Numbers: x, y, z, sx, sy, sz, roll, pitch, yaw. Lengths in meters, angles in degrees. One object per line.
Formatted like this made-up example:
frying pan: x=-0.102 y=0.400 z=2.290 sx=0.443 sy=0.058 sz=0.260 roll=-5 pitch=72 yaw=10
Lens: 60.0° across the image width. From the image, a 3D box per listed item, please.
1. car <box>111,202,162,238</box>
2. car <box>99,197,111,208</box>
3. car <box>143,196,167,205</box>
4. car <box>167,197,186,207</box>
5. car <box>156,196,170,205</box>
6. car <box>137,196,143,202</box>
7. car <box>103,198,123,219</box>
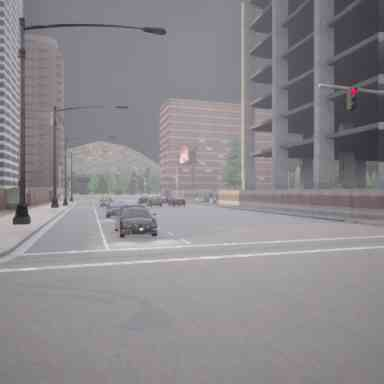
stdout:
car: x=-3.116 y=1.504 z=17.972 sx=1.837 sy=1.490 sz=4.892 roll=0 pitch=0 yaw=-17
car: x=-12.364 y=1.491 z=48.186 sx=2.128 sy=1.511 sz=4.902 roll=0 pitch=0 yaw=-17
car: x=-5.737 y=1.490 z=50.784 sx=2.128 sy=1.511 sz=4.902 roll=0 pitch=0 yaw=-17
car: x=-2.428 y=1.476 z=51.756 sx=1.882 sy=1.535 sz=5.008 roll=0 pitch=0 yaw=-17
car: x=-5.405 y=1.524 z=61.431 sx=1.812 sy=1.442 sz=4.674 roll=0 pitch=0 yaw=-17
car: x=-8.750 y=1.503 z=60.403 sx=1.837 sy=1.490 sz=4.892 roll=0 pitch=0 yaw=-17
car: x=-6.654 y=1.525 z=29.468 sx=1.812 sy=1.442 sz=4.674 roll=0 pitch=0 yaw=-17
